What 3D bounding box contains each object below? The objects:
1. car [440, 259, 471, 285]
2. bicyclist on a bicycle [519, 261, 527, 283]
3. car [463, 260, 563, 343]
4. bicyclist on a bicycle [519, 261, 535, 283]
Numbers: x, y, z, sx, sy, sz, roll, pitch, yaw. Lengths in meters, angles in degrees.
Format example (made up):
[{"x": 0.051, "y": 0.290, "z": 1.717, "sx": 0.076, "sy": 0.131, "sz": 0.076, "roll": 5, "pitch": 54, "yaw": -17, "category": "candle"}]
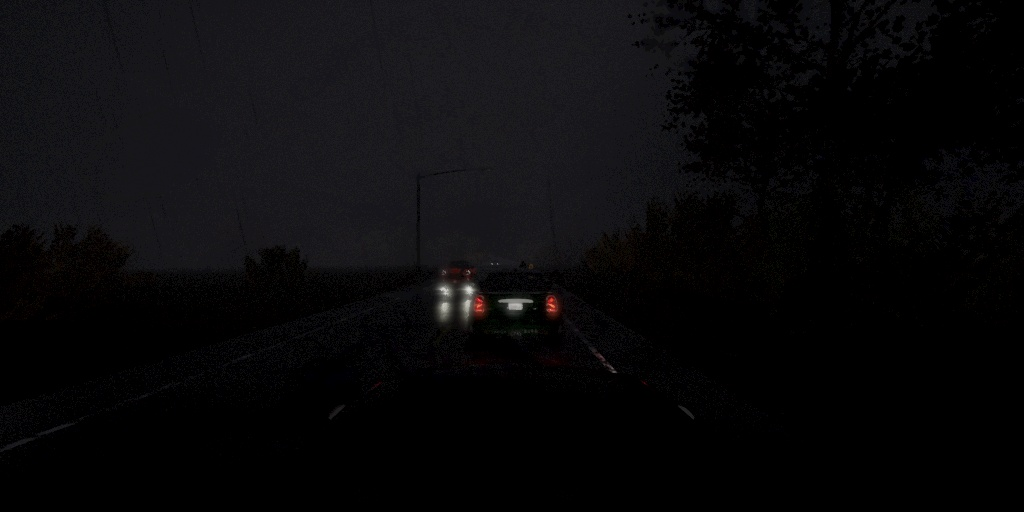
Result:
[{"x": -3.712, "y": 1.094, "z": 25.498, "sx": 2.097, "sy": 1.767, "sz": 4.553, "roll": 0, "pitch": 0, "yaw": 0, "category": "car"}, {"x": 0.842, "y": 1.193, "z": 27.244, "sx": 0.582, "sy": 1.620, "sz": 1.656, "roll": 0, "pitch": 0, "yaw": 0, "category": "bicyclist on a bicycle"}, {"x": 0.073, "y": 1.099, "z": 9.783, "sx": 2.097, "sy": 1.767, "sz": 4.553, "roll": 0, "pitch": 0, "yaw": 0, "category": "car"}, {"x": 0.904, "y": 1.181, "z": 17.127, "sx": 0.866, "sy": 1.612, "sz": 1.509, "roll": 0, "pitch": 0, "yaw": 0, "category": "bicyclist on a bicycle"}]
